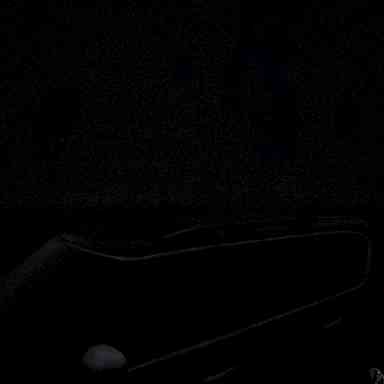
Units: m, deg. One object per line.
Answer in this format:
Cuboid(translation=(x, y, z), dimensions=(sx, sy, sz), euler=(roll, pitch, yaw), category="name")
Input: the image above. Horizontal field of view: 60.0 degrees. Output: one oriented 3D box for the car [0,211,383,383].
Cuboid(translation=(-0.354, 1.233, 2.786), dimensions=(5.566, 2.045, 2.150), euler=(1, 0, -35), category="car")
